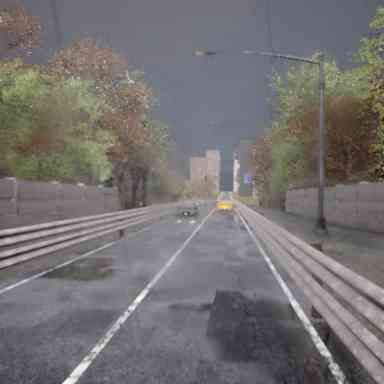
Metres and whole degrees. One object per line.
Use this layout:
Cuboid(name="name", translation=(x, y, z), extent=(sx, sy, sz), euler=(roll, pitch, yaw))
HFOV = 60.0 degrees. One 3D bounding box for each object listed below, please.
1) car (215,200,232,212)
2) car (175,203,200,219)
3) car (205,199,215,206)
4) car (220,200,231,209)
Cuboid(name="car", translation=(4.518, 1.860, 45.591), extent=(1.882, 1.535, 5.008), euler=(0, -1, 6))
Cuboid(name="car", translation=(-0.365, 1.760, 30.980), extent=(1.994, 1.385, 4.181), euler=(0, 0, 6))
Cuboid(name="car", translation=(4.040, 2.218, 72.386), extent=(2.097, 1.767, 4.553), euler=(0, -1, 6))
Cuboid(name="car", translation=(5.585, 2.074, 55.847), extent=(1.812, 1.442, 4.674), euler=(0, -1, 6))
